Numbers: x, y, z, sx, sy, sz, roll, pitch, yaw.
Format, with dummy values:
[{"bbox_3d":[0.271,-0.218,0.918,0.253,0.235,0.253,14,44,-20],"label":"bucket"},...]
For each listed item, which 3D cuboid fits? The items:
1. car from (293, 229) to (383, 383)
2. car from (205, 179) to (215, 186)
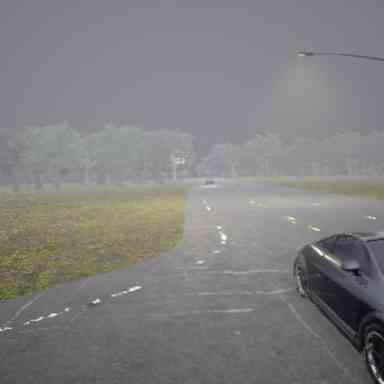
[{"bbox_3d":[2.890,1.269,4.618,1.994,1.385,4.181,-2,3,0],"label":"car"},{"bbox_3d":[3.567,-2.009,66.715,1.895,1.301,4.718,-2,3,7],"label":"car"}]
